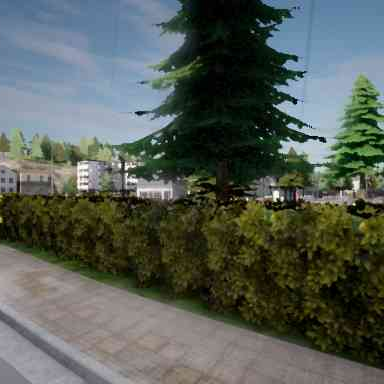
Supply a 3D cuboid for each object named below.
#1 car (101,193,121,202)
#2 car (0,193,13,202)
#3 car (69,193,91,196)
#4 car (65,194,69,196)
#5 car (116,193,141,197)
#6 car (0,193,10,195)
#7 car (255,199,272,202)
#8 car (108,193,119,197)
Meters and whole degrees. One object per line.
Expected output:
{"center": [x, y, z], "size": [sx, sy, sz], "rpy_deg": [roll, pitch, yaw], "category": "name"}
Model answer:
{"center": [-17.555, 1.077, 72.150], "size": [3.866, 1.878, 1.905], "rpy_deg": [0, 0, -45], "category": "car"}
{"center": [-41.123, 1.097, 71.368], "size": [4.605, 1.855, 1.932], "rpy_deg": [0, 0, -45], "category": "car"}
{"center": [-26.509, 1.154, 81.290], "size": [5.027, 1.636, 2.152], "rpy_deg": [0, 0, -45], "category": "car"}
{"center": [-31.230, 1.232, 85.648], "size": [3.806, 1.475, 1.970], "rpy_deg": [0, 0, -45], "category": "car"}
{"center": [-9.708, 1.384, 53.927], "size": [3.806, 1.475, 1.970], "rpy_deg": [0, 0, -45], "category": "car"}
{"center": [-23.145, 1.330, 40.971], "size": [5.027, 1.636, 2.152], "rpy_deg": [0, 0, -45], "category": "car"}
{"center": [9.885, 1.478, 44.371], "size": [5.008, 1.535, 1.882], "rpy_deg": [0, 0, -45], "category": "car"}
{"center": [-15.228, 1.097, 70.363], "size": [4.605, 1.855, 1.932], "rpy_deg": [0, 0, -45], "category": "car"}
